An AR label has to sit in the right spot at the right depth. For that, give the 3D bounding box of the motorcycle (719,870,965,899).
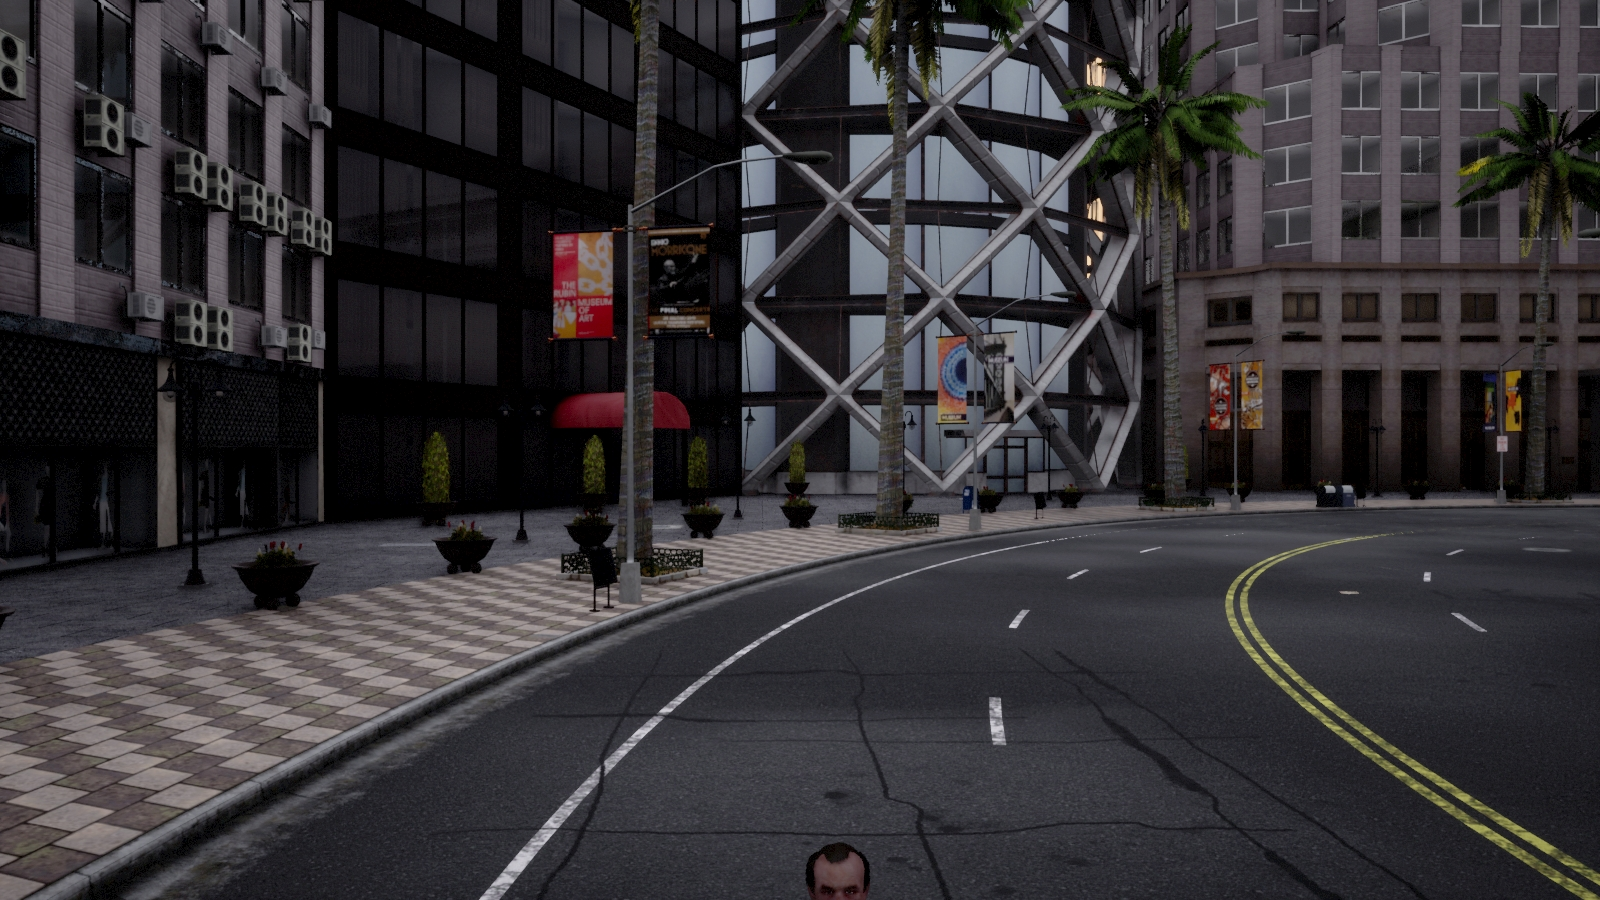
[{"bbox_3d":[0.124,2.182,3.338,0.856,1.236,1.805,0,0,2],"label":"motorcycle"}]
